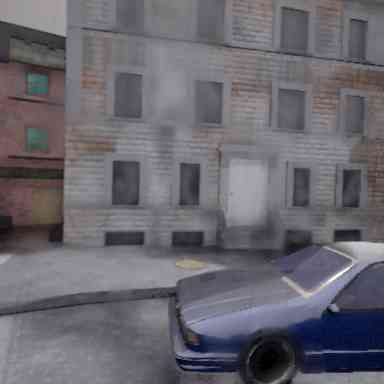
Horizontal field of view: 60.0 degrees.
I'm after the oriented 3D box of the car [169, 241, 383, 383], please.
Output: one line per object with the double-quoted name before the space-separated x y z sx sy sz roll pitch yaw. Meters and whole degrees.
"car" 2.393 1.442 4.529 5.357 1.411 2.033 1 2 -6
